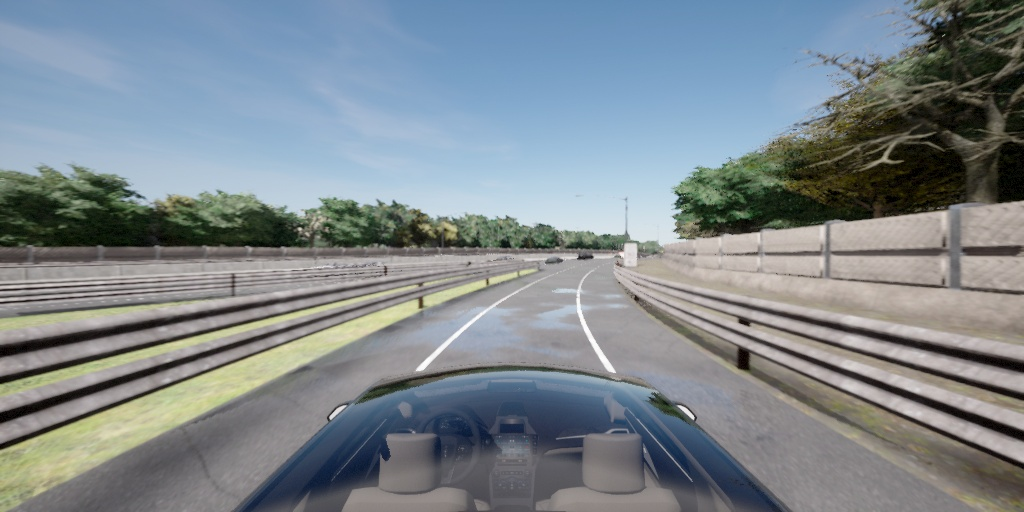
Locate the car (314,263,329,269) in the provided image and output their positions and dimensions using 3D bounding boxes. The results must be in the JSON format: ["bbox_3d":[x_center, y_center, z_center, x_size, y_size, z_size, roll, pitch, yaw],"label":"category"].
[{"bbox_3d":[-18.544,1.311,38.639,1.895,1.301,4.718,1,2,35],"label":"car"}]

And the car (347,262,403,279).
[{"bbox_3d":[-12.798,1.286,34.639,2.128,1.511,4.902,1,2,35],"label":"car"}]

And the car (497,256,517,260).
[{"bbox_3d":[-0.824,0.654,64.299,2.128,1.511,4.902,1,1,35],"label":"car"}]

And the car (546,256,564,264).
[{"bbox_3d":[7.744,0.706,64.396,1.994,1.385,4.181,0,1,35],"label":"car"}]

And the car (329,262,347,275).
[{"bbox_3d":[-15.664,1.350,36.651,1.895,1.301,4.718,1,2,35],"label":"car"}]
